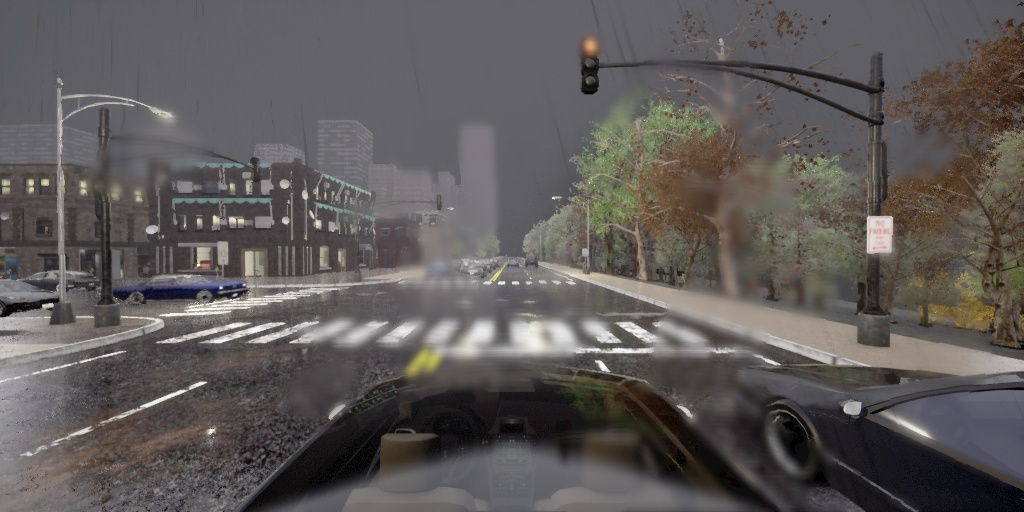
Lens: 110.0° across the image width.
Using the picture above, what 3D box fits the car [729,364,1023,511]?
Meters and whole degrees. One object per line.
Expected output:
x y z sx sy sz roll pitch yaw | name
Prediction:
3.350 1.297 1.544 2.033 1.411 5.357 0 0 0 | car

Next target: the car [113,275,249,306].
-15.062 1.515 16.548 4.718 1.301 1.895 -1 1 -2 | car

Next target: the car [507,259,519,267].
0.192 1.290 64.592 1.994 1.385 4.181 0 0 0 | car

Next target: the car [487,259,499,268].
-3.230 1.254 61.818 1.812 1.442 4.674 0 0 1 | car

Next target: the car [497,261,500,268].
-3.270 1.224 51.817 2.128 1.511 4.902 0 0 0 | car

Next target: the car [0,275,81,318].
-19.930 1.565 13.725 4.313 1.339 1.948 0 0 0 | car

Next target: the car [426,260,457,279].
-6.552 1.266 33.022 1.812 1.442 4.674 0 0 0 | car

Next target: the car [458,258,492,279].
-3.300 1.232 33.009 2.128 1.511 4.902 0 0 0 | car

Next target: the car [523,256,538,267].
3.438 0.949 64.274 2.150 2.045 5.566 0 0 0 | car

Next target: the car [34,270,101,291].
-28.252 1.560 22.249 4.403 1.370 2.007 0 0 0 | car

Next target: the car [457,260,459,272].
-6.537 1.241 42.282 1.837 1.490 4.892 0 0 0 | car

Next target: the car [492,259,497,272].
-3.285 1.228 42.414 2.128 1.511 4.902 0 0 0 | car
